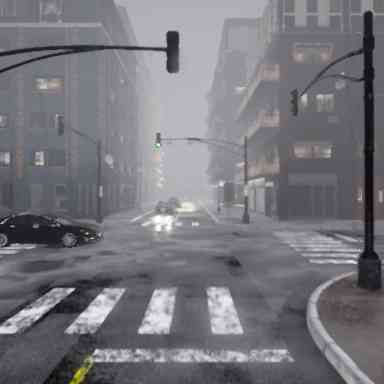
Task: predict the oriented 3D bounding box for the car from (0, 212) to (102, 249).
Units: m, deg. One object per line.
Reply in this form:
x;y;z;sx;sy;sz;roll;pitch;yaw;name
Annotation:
-6.406;1.637;14.528;4.892;1.490;1.837;0;-1;4;car

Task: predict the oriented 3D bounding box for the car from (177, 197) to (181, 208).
-2.828;1.537;51.453;2.097;1.767;4.553;0;0;0;car

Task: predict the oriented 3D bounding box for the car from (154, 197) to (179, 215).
-2.847;1.611;35.295;2.128;1.511;4.902;0;0;0;car
